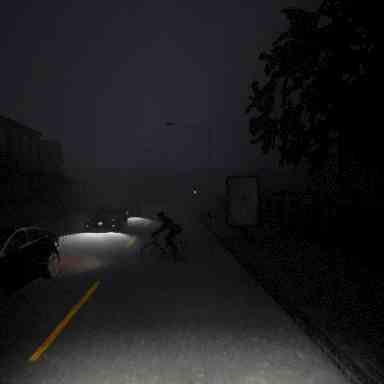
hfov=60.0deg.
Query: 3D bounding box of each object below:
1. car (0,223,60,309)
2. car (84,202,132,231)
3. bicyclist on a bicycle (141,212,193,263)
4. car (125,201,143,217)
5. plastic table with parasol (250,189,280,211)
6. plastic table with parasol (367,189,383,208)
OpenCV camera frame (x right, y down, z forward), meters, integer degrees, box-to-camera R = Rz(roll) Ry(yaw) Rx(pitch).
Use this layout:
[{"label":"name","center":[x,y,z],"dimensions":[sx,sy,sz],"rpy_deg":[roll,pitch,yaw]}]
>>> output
[{"label":"car","center":[-4.428,1.491,7.212],"dimensions":[2.128,1.511,4.902],"rpy_deg":[0,0,-3]},{"label":"car","center":[-5.127,1.563,20.277],"dimensions":[1.994,1.385,4.181],"rpy_deg":[0,0,-2]},{"label":"bicyclist on a bicycle","center":[-0.806,1.445,10.502],"dimensions":[1.656,1.620,0.582],"rpy_deg":[-2,0,-3]},{"label":"car","center":[-5.689,1.563,30.783],"dimensions":[1.994,1.385,4.181],"rpy_deg":[0,0,-3]},{"label":"plastic table with parasol","center":[8.627,0.953,39.399],"dimensions":[2.482,2.480,2.482],"rpy_deg":[1,-1,-43]},{"label":"plastic table with parasol","center":[25.882,0.880,45.639],"dimensions":[2.482,2.480,2.482],"rpy_deg":[1,-2,-41]}]
